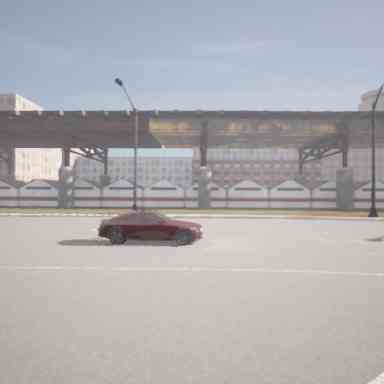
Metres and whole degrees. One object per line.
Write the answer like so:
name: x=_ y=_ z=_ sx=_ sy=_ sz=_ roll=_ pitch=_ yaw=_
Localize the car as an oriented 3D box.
car: x=-1.848 y=1.577 z=14.971 sx=4.674 sy=1.442 sz=1.812 roll=0 pitch=0 yaw=2
